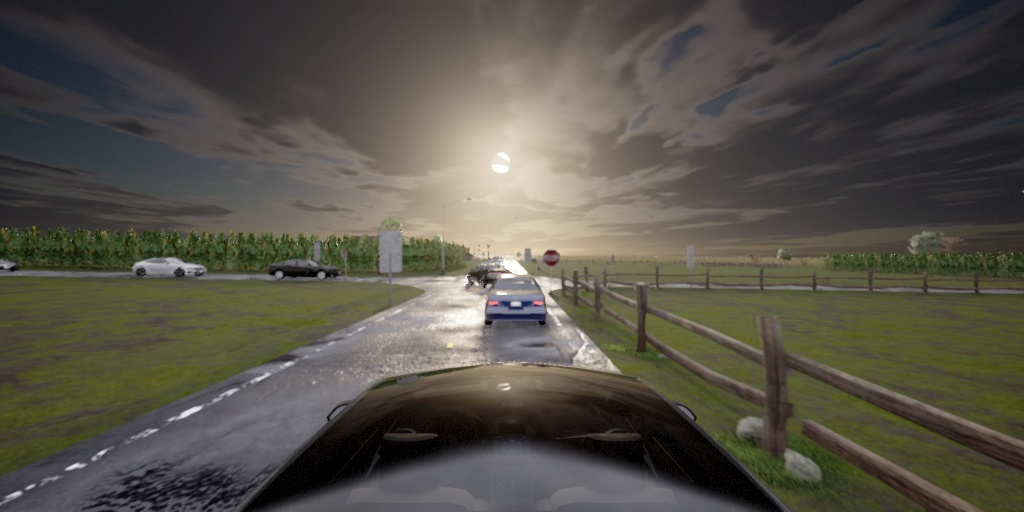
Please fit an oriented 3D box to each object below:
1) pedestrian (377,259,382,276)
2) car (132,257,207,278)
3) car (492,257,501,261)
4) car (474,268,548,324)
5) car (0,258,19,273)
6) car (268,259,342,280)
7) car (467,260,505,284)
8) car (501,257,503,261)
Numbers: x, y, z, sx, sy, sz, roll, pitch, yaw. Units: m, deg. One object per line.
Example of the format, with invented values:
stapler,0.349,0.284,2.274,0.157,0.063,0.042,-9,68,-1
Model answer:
pedestrian,-12.163,0.903,33.146,0.375,1.860,0.375,0,-2,0
car,-25.855,0.842,27.130,4.674,1.442,1.812,1,-1,0
car,-2.844,1.265,44.644,2.128,1.511,4.902,0,0,1
car,0.101,1.303,11.889,2.033,1.411,5.357,0,0,0
car,-40.517,0.549,27.111,4.902,1.511,2.128,1,-1,0
car,-15.601,0.976,27.193,5.008,1.535,1.882,1,-1,-1
car,-1.570,1.245,23.773,2.128,1.511,4.902,1,0,-22
car,-2.813,1.284,56.195,1.837,1.490,4.892,0,0,0
